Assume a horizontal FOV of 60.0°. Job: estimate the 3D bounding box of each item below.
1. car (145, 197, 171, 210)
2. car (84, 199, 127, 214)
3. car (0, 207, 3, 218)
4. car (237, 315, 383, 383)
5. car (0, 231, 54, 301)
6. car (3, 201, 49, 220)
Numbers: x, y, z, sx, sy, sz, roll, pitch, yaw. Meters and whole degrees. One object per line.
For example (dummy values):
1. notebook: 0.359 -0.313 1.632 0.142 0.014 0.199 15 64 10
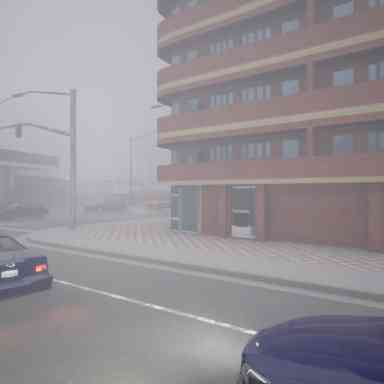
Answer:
1. car: -4.011 1.389 43.221 2.097 1.767 4.553 0 0 34
2. car: -9.202 1.494 35.609 1.882 1.535 5.008 0 0 34
3. car: -15.065 1.535 20.429 2.033 1.411 5.357 0 0 34
4. car: 2.548 1.536 2.176 4.674 1.442 1.812 0 0 35
5. car: -5.305 1.545 7.672 5.357 1.411 2.033 0 0 38
6. car: -14.393 1.523 27.967 1.812 1.442 4.674 0 0 34
